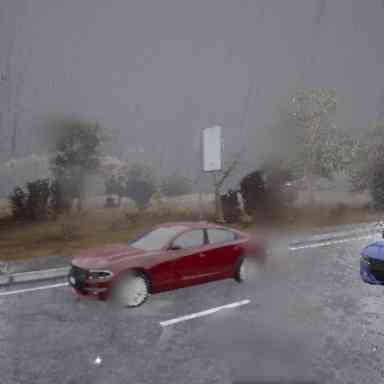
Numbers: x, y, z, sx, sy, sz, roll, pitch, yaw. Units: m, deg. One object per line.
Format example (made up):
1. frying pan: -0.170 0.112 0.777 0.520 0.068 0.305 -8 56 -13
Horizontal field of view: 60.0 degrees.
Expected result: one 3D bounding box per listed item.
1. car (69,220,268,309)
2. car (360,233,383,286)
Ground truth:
1. car: -0.333 1.478 8.054 5.008 1.535 1.882 0 0 -35
2. car: 6.199 1.478 8.412 5.008 1.535 1.882 0 0 -35
